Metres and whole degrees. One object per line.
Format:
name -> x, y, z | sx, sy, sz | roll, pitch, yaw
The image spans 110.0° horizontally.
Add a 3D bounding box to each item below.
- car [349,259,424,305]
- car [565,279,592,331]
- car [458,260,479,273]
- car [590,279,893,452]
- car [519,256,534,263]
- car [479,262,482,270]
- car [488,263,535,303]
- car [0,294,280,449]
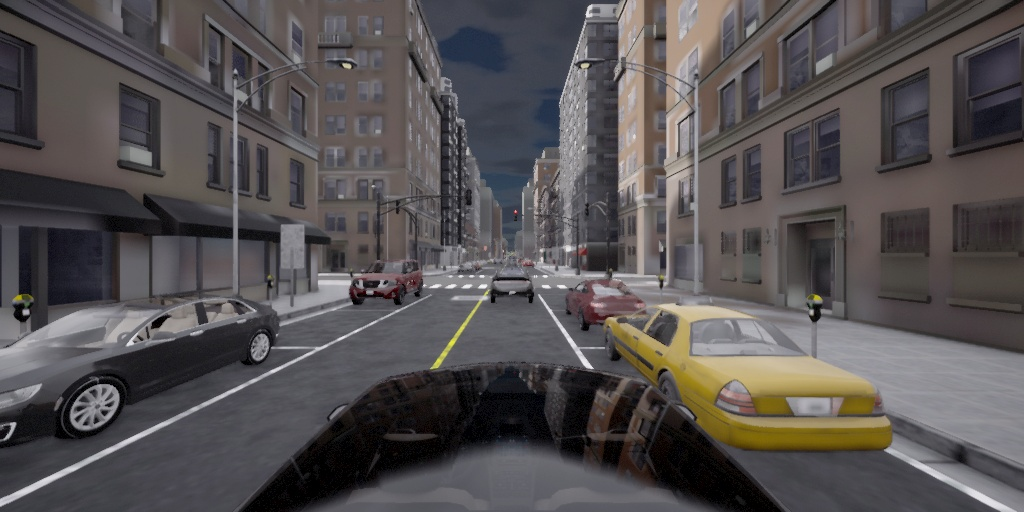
car -> -5.388, 1.062, 16.100 | 2.192, 1.841, 5.009 | 0, 0, 0
car -> 2.637, 1.330, 10.678 | 1.802, 1.307, 4.207 | 0, 0, 0
car -> -5.387, 1.295, 42.563 | 2.007, 1.370, 4.403 | 0, 0, 0
car -> 2.638, 1.273, 5.435 | 1.751, 1.417, 4.829 | 0, 0, 0
car -> 2.638, 1.179, 58.918 | 1.967, 1.591, 4.097 | 0, 0, 0
car -> -5.387, 1.289, 48.018 | 1.888, 1.381, 4.507 | 0, 0, 0
car -> 0.000, 1.243, 16.500 | 2.128, 1.511, 4.902 | 0, 0, 0
car -> -5.388, 1.299, 5.274 | 2.007, 1.370, 4.403 | 0, 0, 0
